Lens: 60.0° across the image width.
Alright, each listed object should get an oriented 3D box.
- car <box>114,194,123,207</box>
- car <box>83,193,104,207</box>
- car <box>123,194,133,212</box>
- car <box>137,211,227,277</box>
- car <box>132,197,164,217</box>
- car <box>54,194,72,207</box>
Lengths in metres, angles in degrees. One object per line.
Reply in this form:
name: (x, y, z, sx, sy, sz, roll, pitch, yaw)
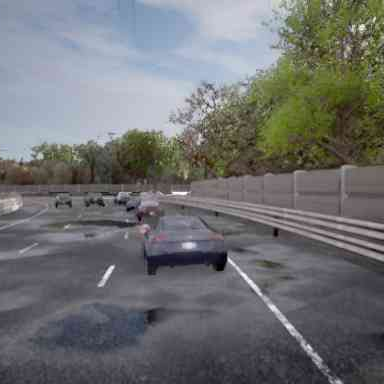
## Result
car: (-8.674, 1.016, 42.022, 1.837, 1.490, 4.892, 0, 1, -23)
car: (-12.265, 0.879, 41.388, 2.097, 1.767, 4.553, 0, 1, -23)
car: (-5.583, 1.172, 33.298, 1.994, 1.385, 4.181, 0, 1, -13)
car: (-0.434, 1.345, 9.462, 1.994, 1.385, 4.181, -1, -5, -11)
car: (-3.162, 1.235, 24.406, 1.812, 1.442, 4.674, 0, 1, -13)
car: (-15.766, 1.039, 40.669, 2.128, 1.511, 4.902, 0, 1, -23)
